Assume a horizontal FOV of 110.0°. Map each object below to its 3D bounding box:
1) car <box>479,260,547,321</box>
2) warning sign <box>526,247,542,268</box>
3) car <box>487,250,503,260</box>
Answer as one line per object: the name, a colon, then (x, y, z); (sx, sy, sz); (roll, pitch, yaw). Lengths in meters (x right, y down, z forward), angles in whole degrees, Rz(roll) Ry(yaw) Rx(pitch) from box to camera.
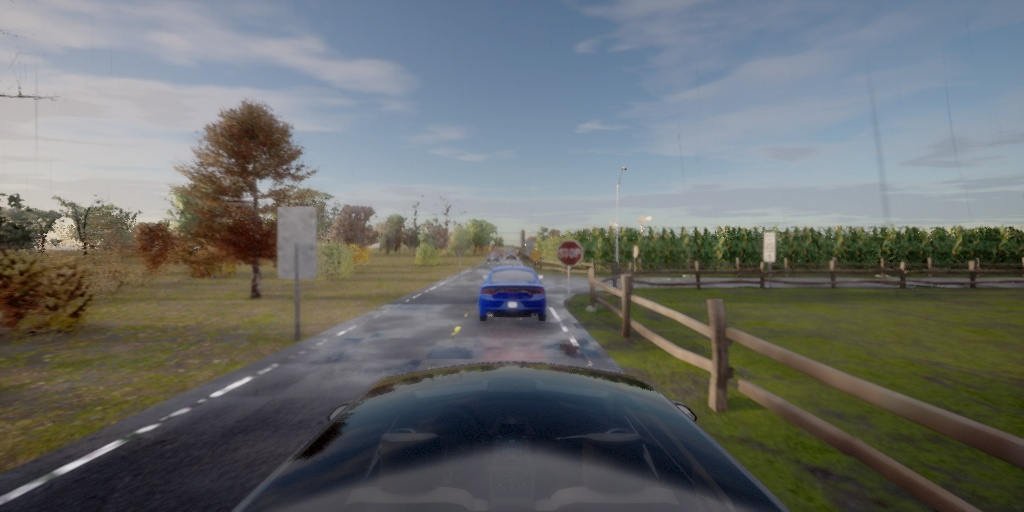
car: (0.030, 1.052, 11.662); (1.882, 1.535, 5.008); (0, 1, 0)
warning sign: (2.372, 0.239, 36.558); (1.300, 1.860, 1.060); (0, 0, 0)
car: (-2.930, 0.245, 56.319); (2.128, 1.511, 4.902); (0, 1, 0)
